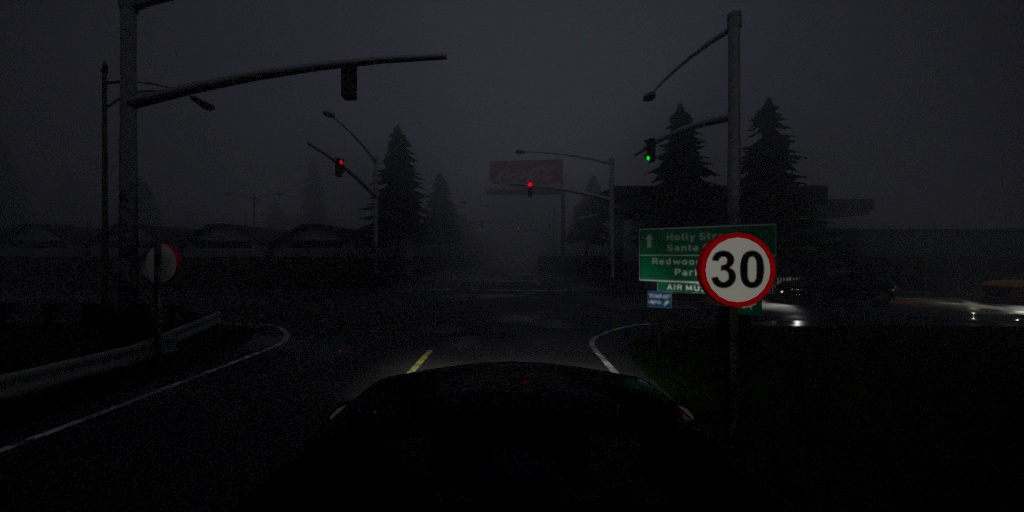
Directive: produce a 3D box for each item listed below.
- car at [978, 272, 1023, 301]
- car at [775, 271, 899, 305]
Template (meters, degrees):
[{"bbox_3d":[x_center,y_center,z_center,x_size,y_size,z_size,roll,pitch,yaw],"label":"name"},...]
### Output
[{"bbox_3d":[25.132,1.419,16.811,5.008,1.535,1.882,0,0,1],"label":"car"},{"bbox_3d":[15.196,1.446,16.940,4.892,1.490,1.837,0,0,1],"label":"car"}]
